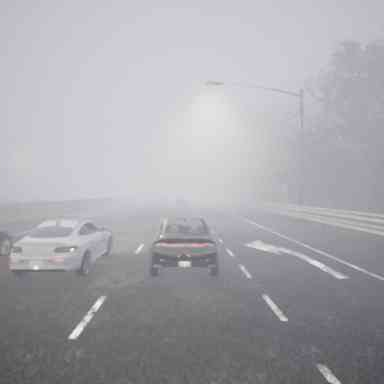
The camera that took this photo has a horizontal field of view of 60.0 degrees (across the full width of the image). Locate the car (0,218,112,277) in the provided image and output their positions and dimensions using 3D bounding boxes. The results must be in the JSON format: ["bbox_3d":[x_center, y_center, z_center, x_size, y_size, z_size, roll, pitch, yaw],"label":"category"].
[{"bbox_3d":[-3.734,1.529,10.136,1.812,1.442,4.674,0,0,-2],"label":"car"}]

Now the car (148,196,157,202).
[{"bbox_3d":[-9.304,1.677,79.472,1.812,1.442,4.674,0,0,-2],"label":"car"}]

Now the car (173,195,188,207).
[{"bbox_3d":[-1.525,1.626,53.494,2.128,1.511,4.902,0,0,-2],"label":"car"}]

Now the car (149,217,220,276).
[{"bbox_3d":[-0.241,1.518,10.409,2.128,1.511,4.902,0,0,-2],"label":"car"}]

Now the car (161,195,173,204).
[{"bbox_3d":[-5.511,1.747,69.700,1.895,1.301,4.718,0,0,-2],"label":"car"}]

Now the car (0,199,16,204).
[{"bbox_3d":[-22.189,1.507,39.856,2.033,1.411,5.357,0,0,-1],"label":"car"}]

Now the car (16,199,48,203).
[{"bbox_3d":[-18.701,1.532,40.505,2.033,1.411,5.357,0,0,-1],"label":"car"}]
